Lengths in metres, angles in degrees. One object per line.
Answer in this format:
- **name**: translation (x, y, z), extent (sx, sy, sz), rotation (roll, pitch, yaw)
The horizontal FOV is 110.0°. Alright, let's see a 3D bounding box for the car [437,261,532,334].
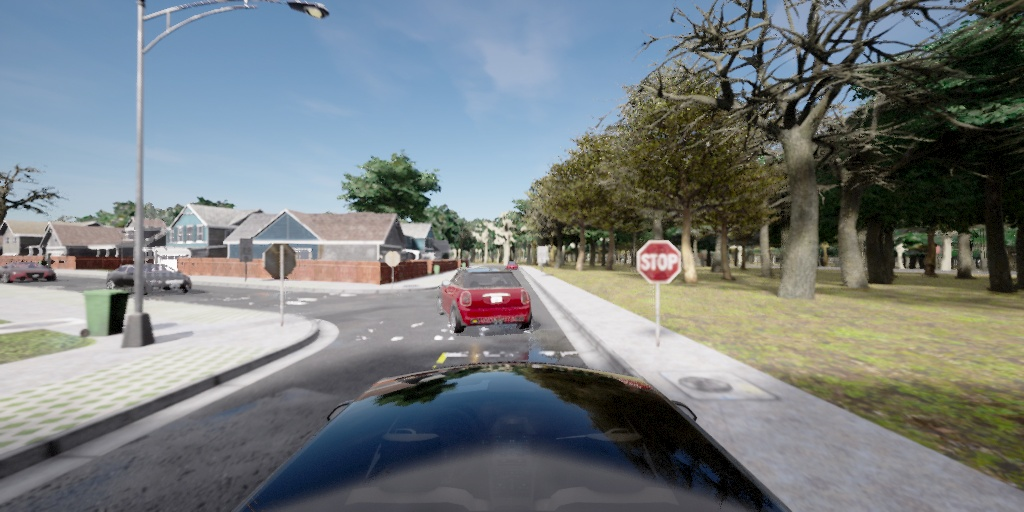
- **car**: translation (-1.044, 1.149, 11.223), extent (2.097, 1.767, 4.553), rotation (0, 0, -18)

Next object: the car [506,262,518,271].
- **car**: translation (0.055, 1.677, 59.871), extent (1.994, 1.385, 4.181), rotation (0, 0, 1)

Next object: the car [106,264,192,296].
- **car**: translation (-18.526, 1.161, 18.298), extent (4.902, 1.511, 2.128), rotation (0, 0, 23)

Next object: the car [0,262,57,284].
- **car**: translation (-33.843, 1.127, 24.888), extent (4.181, 1.385, 1.994), rotation (0, 0, 23)
